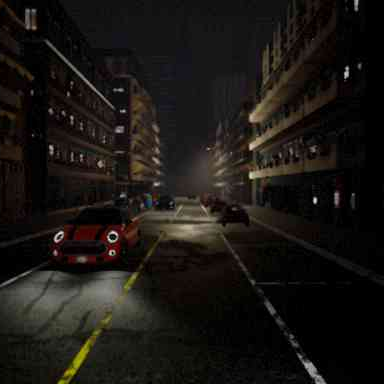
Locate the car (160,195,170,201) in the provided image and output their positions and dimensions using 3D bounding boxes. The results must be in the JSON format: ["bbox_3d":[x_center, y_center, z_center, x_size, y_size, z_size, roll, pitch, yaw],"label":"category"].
[{"bbox_3d":[-5.729,1.240,72.141,1.802,1.307,4.206,-1,0,0],"label":"car"}]

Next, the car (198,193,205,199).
[{"bbox_3d":[2.641,1.078,94.694,1.752,1.417,4.829,-1,0,0],"label":"car"}]

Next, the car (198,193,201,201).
[{"bbox_3d":[2.655,1.051,55.309,2.192,1.841,5.009,-1,0,0],"label":"car"}]

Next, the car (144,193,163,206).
[{"bbox_3d":[-5.713,1.078,49.732,2.192,1.841,5.009,-1,0,0],"label":"car"}]

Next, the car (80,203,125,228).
[{"bbox_3d":[-5.674,1.478,21.724,1.802,1.307,4.206,-1,0,0],"label":"car"}]

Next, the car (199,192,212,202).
[{"bbox_3d":[2.651,0.998,66.513,2.192,1.841,5.009,-1,0,0],"label":"car"}]

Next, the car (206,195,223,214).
[{"bbox_3d":[2.667,1.366,33.072,1.752,1.417,4.829,-1,0,0],"label":"car"}]

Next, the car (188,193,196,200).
[{"bbox_3d":[-0.031,1.095,77.915,1.882,1.535,5.008,0,0,0],"label":"car"}]

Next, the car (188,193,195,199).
[{"bbox_3d":[-0.035,1.007,88.340,1.812,1.442,4.674,0,0,0],"label":"car"}]

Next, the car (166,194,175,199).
[{"bbox_3d":[-5.736,1.130,88.948,2.008,1.369,4.403,-1,0,0],"label":"car"}]

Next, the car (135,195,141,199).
[{"bbox_3d":[-5.679,1.309,27.325,1.967,1.590,4.097,-1,0,0],"label":"car"}]

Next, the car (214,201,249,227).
[{"bbox_3d":[2.673,1.477,21.699,1.802,1.307,4.206,-1,0,0],"label":"car"}]

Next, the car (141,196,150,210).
[{"bbox_3d":[-5.680,1.393,32.927,2.008,1.369,4.403,-1,0,0],"label":"car"}]

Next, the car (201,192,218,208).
[{"bbox_3d":[2.660,1.104,44.105,2.192,1.841,5.009,-1,0,0],"label":"car"}]

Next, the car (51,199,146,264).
[{"bbox_3d":[-3.092,1.296,11.596,2.097,1.767,4.553,0,0,0],"label":"car"}]

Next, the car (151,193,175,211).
[{"bbox_3d":[-3.014,1.212,37.826,2.097,1.767,4.553,0,0,0],"label":"car"}]

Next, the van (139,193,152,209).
[{"bbox_3d":[-5.685,1.157,38.528,1.690,1.788,3.998,-1,0,0],"label":"van"}]

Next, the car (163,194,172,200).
[{"bbox_3d":[-5.731,1.214,77.743,1.802,1.307,4.206,-1,0,0],"label":"car"}]
